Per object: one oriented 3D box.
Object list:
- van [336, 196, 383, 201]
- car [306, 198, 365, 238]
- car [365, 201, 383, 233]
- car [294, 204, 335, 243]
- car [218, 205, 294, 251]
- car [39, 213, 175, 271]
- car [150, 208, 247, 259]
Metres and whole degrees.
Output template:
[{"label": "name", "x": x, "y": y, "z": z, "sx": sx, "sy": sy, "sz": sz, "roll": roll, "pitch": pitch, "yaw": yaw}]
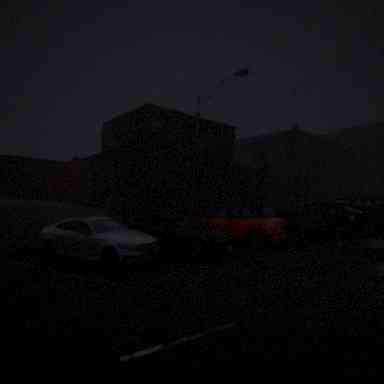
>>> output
[{"label": "van", "x": 11.083, "y": 1.265, "z": 21.341, "sx": 4.442, "sy": 1.987, "sz": 1.878, "roll": -1, "pitch": -1, "yaw": 34}, {"label": "car", "x": 6.443, "y": 1.357, "z": 17.784, "sx": 4.553, "sy": 1.767, "sz": 2.185, "roll": -1, "pitch": -1, "yaw": 34}, {"label": "car", "x": 8.800, "y": 1.486, "z": 19.547, "sx": 5.008, "sy": 1.535, "sz": 2.097, "roll": -1, "pitch": -1, "yaw": 34}, {"label": "car", "x": 4.012, "y": 1.510, "z": 16.077, "sx": 4.792, "sy": 1.488, "sz": 2.163, "roll": -1, "pitch": -1, "yaw": 34}, {"label": "car", "x": 1.679, "y": 1.351, "z": 14.303, "sx": 4.553, "sy": 1.767, "sz": 2.185, "roll": -1, "pitch": -1, "yaw": 34}, {"label": "car", "x": -3.105, "y": 1.511, "z": 10.837, "sx": 4.674, "sy": 1.452, "sz": 2.002, "roll": -1, "pitch": -1, "yaw": 34}, {"label": "car", "x": -0.699, "y": 1.503, "z": 12.566, "sx": 4.792, "sy": 1.488, "sz": 2.163, "roll": -1, "pitch": -1, "yaw": 34}]
